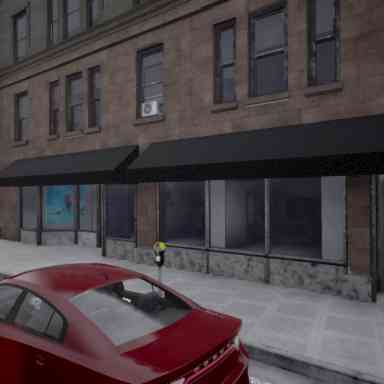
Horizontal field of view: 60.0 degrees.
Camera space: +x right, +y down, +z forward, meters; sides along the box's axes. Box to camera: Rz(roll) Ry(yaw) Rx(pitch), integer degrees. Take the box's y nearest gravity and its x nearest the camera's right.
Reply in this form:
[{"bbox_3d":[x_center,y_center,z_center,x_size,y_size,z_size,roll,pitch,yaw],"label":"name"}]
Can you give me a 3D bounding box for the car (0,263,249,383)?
[{"bbox_3d":[-1.554,1.545,3.958,4.507,1.381,1.887,0,0,35],"label":"car"}]
